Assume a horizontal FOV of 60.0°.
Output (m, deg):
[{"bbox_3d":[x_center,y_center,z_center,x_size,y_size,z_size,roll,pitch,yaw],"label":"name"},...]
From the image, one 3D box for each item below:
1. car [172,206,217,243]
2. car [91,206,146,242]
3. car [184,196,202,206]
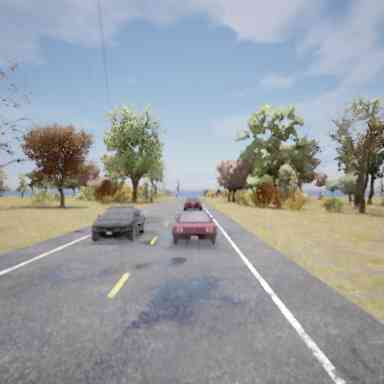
[{"bbox_3d":[0.104,1.578,15.798,1.895,1.301,4.718,0,0,0],"label":"car"},{"bbox_3d":[-3.496,1.455,16.497,1.882,1.535,5.008,0,0,0],"label":"car"},{"bbox_3d":[0.108,1.305,39.716,2.097,1.767,4.553,0,0,0],"label":"car"}]
